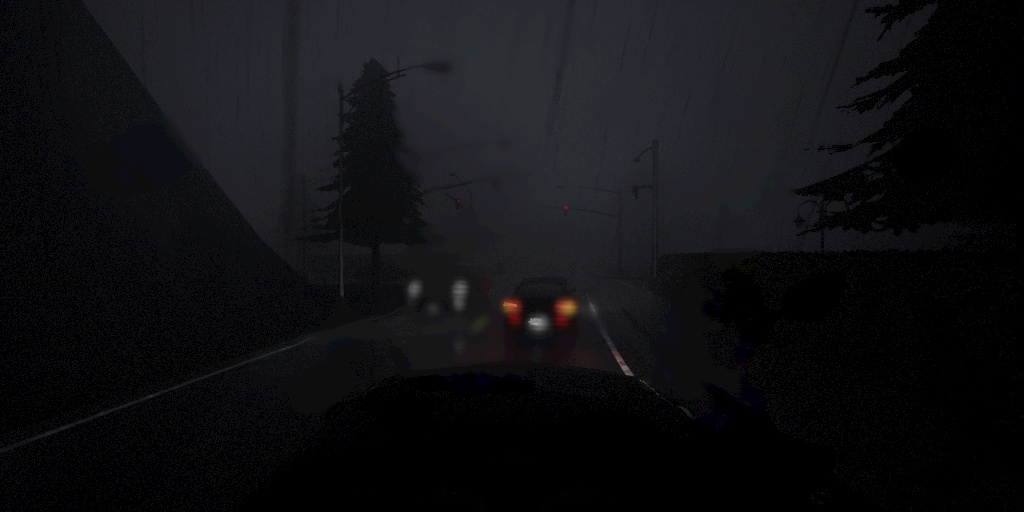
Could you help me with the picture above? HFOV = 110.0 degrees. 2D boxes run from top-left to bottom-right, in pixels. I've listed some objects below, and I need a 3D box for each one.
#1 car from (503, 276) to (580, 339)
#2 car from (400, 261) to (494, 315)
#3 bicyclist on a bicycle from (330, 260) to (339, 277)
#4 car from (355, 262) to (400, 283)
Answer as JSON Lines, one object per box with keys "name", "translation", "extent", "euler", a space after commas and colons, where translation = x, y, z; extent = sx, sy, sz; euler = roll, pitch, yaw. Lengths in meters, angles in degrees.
{"name": "car", "translation": [0.916, 1.276, 10.034], "extent": [1.812, 1.442, 4.674], "euler": [0, 0, 9]}
{"name": "car", "translation": [-2.127, 1.102, 13.683], "extent": [2.097, 1.767, 4.553], "euler": [0, 0, 10]}
{"name": "bicyclist on a bicycle", "translation": [-17.376, 1.203, 35.307], "extent": [0.582, 1.620, 1.656], "euler": [0, 0, 8]}
{"name": "car", "translation": [-9.165, 1.228, 26.934], "extent": [5.008, 1.535, 1.882], "euler": [0, 0, 9]}
